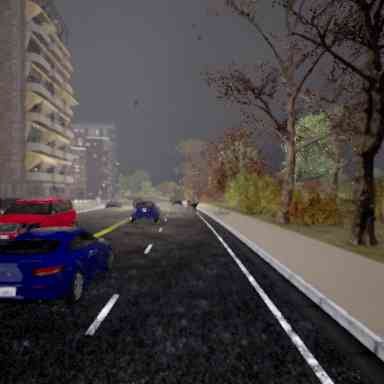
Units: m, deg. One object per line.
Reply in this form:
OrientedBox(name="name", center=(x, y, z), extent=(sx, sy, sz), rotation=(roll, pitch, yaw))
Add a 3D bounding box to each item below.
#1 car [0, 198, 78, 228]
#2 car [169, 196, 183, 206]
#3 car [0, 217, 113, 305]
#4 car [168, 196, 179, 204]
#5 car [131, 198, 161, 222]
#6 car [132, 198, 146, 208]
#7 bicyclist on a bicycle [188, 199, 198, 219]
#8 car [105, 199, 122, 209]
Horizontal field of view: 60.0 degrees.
OrientedBox(name="car", center=(-6.790, 1.304, 14.718), extent=(2.150, 2.045, 5.566), rotation=(0, 0, -1))
OrientedBox(name="car", center=(-2.734, 1.803, 61.092), extent=(1.837, 1.490, 4.892), rotation=(0, 0, -5))
OrientedBox(name="car", center=(-3.226, 1.570, 8.050), extent=(1.812, 1.442, 4.674), rotation=(0, 0, -1))
OrientedBox(name="car", center=(-4.247, 1.719, 75.905), extent=(2.097, 1.767, 4.553), rotation=(0, 0, -7))
OrientedBox(name="car", center=(-3.774, 1.495, 27.958), extent=(2.097, 1.767, 4.553), rotation=(0, 0, -2))
OrientedBox(name="car", center=(-8.892, 1.760, 55.671), extent=(1.882, 1.535, 5.008), rotation=(0, 0, -4))
OrientedBox(name="bicyclist on a bicycle", center=(0.210, 1.518, 29.741), extent=(0.659, 1.776, 1.843), rotation=(0, 0, -2))
OrientedBox(name="car", center=(-11.714, 1.808, 50.090), extent=(2.033, 1.411, 5.357), rotation=(0, 0, -4))
